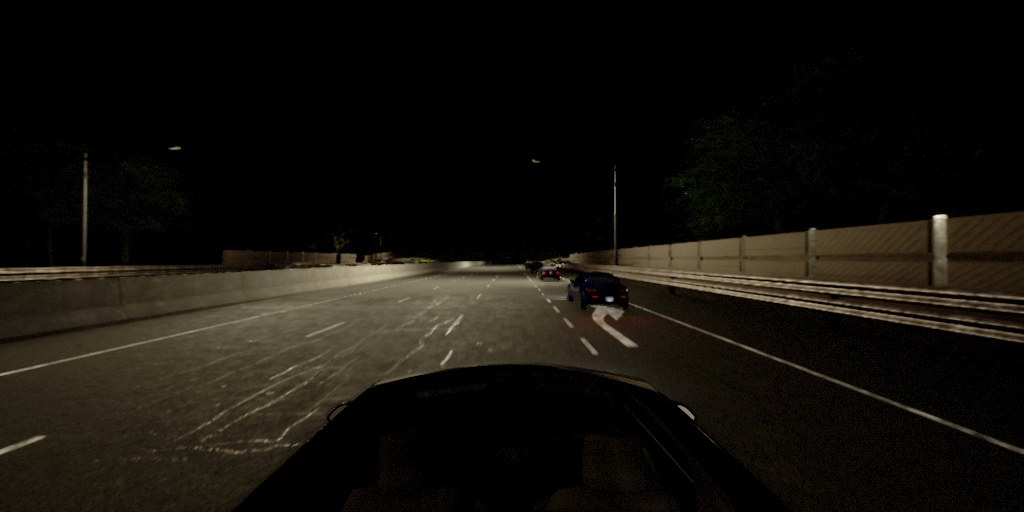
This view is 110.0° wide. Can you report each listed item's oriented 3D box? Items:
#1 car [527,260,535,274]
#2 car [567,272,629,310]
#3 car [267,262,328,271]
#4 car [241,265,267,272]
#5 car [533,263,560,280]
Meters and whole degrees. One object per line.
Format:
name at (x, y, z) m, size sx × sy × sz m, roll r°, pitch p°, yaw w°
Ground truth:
car at (3.552, 1.708, 50.914) m, size 1.837 × 1.490 × 4.892 m, roll 0°, pitch -1°, yaw 0°
car at (3.501, 1.390, 15.144) m, size 1.812 × 1.442 × 4.674 m, roll 0°, pitch -1°, yaw 0°
car at (-17.578, 1.348, 29.862) m, size 2.097 × 1.767 × 4.553 m, roll 0°, pitch 0°, yaw 0°
car at (-24.562, 1.574, 35.348) m, size 1.812 × 1.442 × 4.674 m, roll 0°, pitch -1°, yaw 0°
car at (3.512, 1.590, 34.939) m, size 2.033 × 1.411 × 5.357 m, roll 0°, pitch -1°, yaw 0°
